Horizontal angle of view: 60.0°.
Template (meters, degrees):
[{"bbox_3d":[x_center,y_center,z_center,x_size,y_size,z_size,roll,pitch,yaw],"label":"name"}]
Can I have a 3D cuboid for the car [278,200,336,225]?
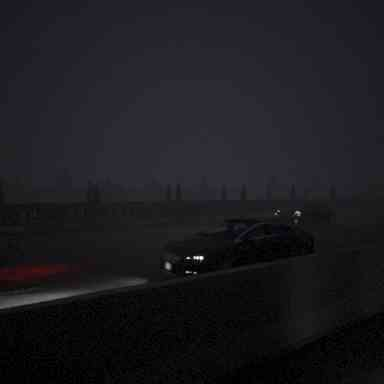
[{"bbox_3d":[7.594,1.356,22.307,4.553,1.767,2.097,0,0,-35],"label":"car"}]

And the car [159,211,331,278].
[{"bbox_3d":[1.428,1.493,9.311,4.902,1.511,2.128,0,0,-35],"label":"car"}]
